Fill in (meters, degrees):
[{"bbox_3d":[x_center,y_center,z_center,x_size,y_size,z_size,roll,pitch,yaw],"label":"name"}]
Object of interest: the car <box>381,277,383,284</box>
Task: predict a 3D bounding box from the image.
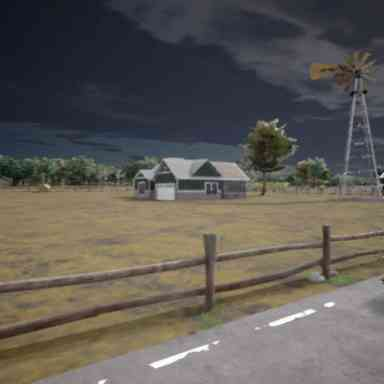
[{"bbox_3d":[6.557,1.513,7.693,5.357,1.411,2.033,0,0,-35],"label":"car"}]
